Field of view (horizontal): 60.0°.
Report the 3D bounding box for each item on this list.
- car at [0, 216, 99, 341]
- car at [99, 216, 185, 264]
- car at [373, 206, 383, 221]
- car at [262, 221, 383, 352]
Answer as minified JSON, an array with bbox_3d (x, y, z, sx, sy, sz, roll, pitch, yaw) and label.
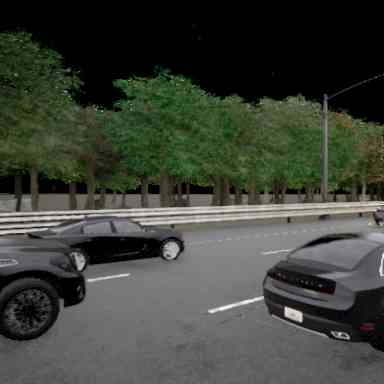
[{"bbox_3d":[-4.493,1.220,4.842,5.566,2.045,2.150,0,0,-36],"label":"car"},{"bbox_3d":[-2.525,1.485,10.543,5.008,1.535,1.882,0,0,-36],"label":"car"},{"bbox_3d":[14.153,1.539,22.441,4.902,1.511,2.128,0,0,-35],"label":"car"},{"bbox_3d":[3.431,1.517,6.192,4.892,1.490,1.837,0,0,-36],"label":"car"}]
